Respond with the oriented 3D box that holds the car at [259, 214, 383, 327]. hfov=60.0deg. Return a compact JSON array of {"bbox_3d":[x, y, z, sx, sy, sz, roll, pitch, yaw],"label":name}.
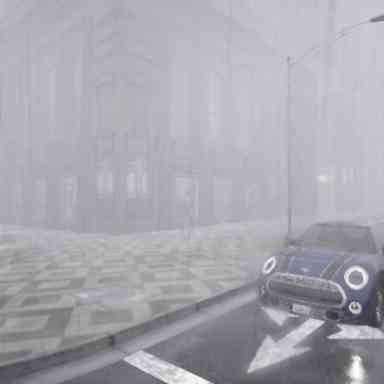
[{"bbox_3d":[3.350,1.427,7.381,2.097,1.767,4.553,-1,-1,42],"label":"car"}]
